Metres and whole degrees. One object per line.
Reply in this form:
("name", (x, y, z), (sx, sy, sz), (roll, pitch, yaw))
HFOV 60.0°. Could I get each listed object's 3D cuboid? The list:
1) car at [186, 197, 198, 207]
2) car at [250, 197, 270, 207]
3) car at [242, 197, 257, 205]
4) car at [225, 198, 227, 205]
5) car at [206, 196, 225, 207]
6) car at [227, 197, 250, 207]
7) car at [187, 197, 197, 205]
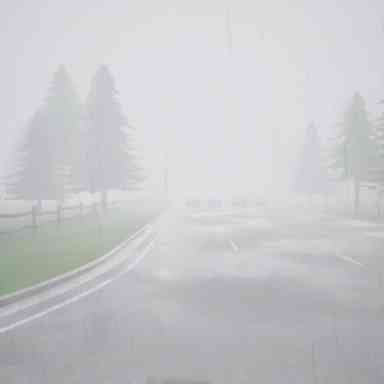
("car", (0.019, 1.512, 50.696), (2.128, 1.511, 4.902), (0, 0, 0))
("car", (10.519, 1.568, 50.692), (2.033, 1.411, 5.357), (0, 0, 0))
("car", (10.522, 1.626, 61.142), (1.895, 1.301, 4.718), (0, 0, 0))
("car", (7.022, 1.626, 61.143), (1.895, 1.301, 4.718), (0, 0, 0))
("car", (3.519, 1.498, 50.695), (1.882, 1.535, 5.008), (0, 0, 0))
("car", (7.019, 1.512, 50.693), (2.128, 1.511, 4.902), (0, 0, 0))
("car", (0.022, 1.626, 61.146), (1.895, 1.301, 4.718), (0, 0, 0))
